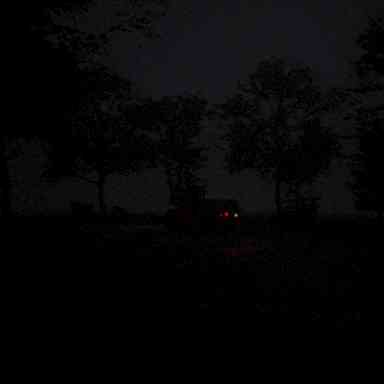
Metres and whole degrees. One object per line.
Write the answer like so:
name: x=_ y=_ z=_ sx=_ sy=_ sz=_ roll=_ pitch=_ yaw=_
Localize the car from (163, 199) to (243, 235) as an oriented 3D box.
car: x=0.581 y=1.467 z=20.920 sx=5.566 sy=2.045 sz=2.150 roll=-1 pitch=-2 yaw=44
